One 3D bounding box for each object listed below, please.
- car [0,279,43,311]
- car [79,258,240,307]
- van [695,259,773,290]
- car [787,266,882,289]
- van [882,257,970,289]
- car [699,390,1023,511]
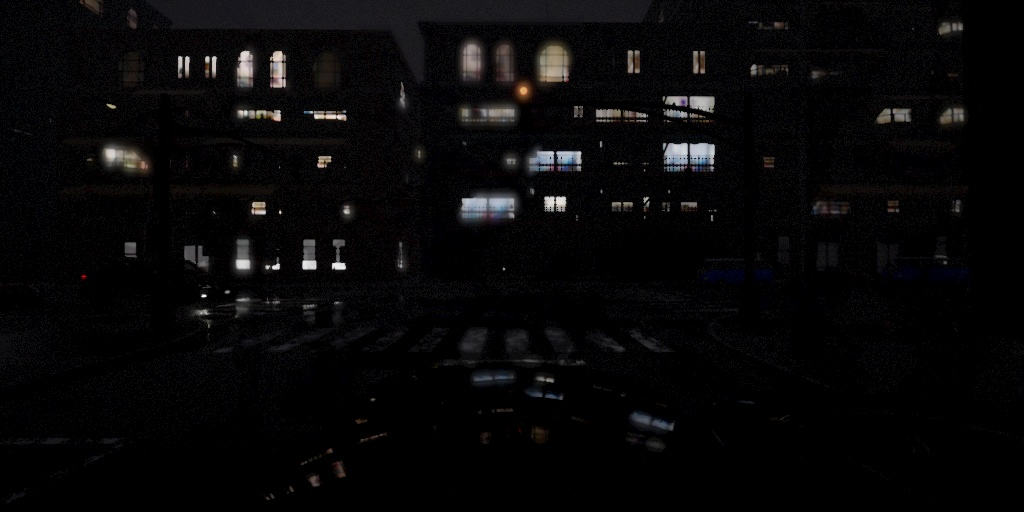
[{"bbox_3d":[-19.684,1.261,12.814,4.097,1.591,1.967,0,0,0],"label":"car"},{"bbox_3d":[-15.119,1.136,15.556,5.566,2.045,2.150,2,-1,0],"label":"car"},{"bbox_3d":[13.035,1.040,21.090,3.998,1.789,1.690,0,0,0],"label":"van"},{"bbox_3d":[18.675,1.246,21.136,4.207,1.307,1.802,0,0,0],"label":"car"},{"bbox_3d":[24.315,0.971,21.182,3.998,1.789,1.690,0,0,0],"label":"van"},{"bbox_3d":[2.568,1.316,1.490,1.948,1.339,4.313,0,0,0],"label":"car"}]
